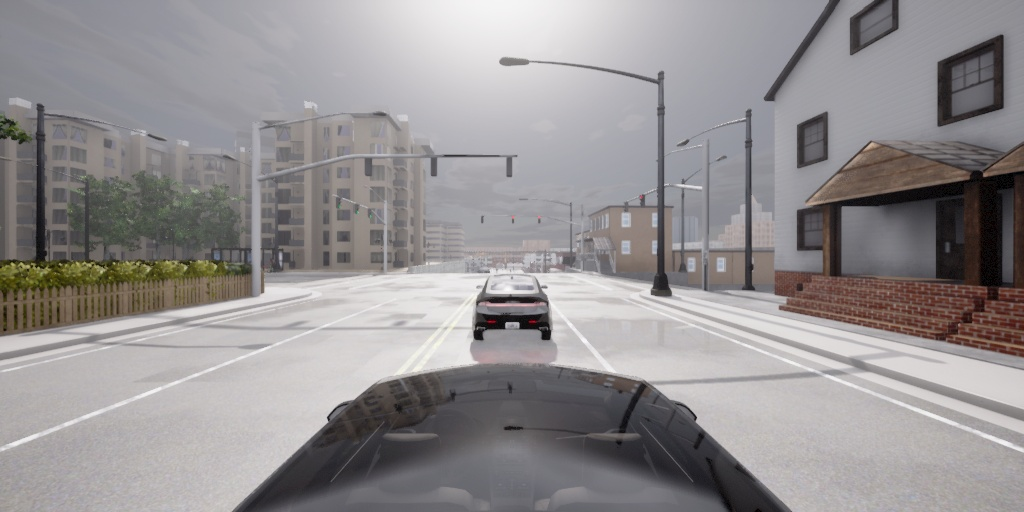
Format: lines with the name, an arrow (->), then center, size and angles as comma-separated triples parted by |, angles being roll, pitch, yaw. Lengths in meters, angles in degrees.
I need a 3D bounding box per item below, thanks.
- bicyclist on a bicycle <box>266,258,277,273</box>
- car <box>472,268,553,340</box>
bicyclist on a bicycle -> -25.605, 1.048, 38.225 | 0.582, 1.620, 1.656 | 0, 0, 0
car -> 0.002, 1.240, 9.927 | 2.128, 1.511, 4.902 | 0, 0, 0
